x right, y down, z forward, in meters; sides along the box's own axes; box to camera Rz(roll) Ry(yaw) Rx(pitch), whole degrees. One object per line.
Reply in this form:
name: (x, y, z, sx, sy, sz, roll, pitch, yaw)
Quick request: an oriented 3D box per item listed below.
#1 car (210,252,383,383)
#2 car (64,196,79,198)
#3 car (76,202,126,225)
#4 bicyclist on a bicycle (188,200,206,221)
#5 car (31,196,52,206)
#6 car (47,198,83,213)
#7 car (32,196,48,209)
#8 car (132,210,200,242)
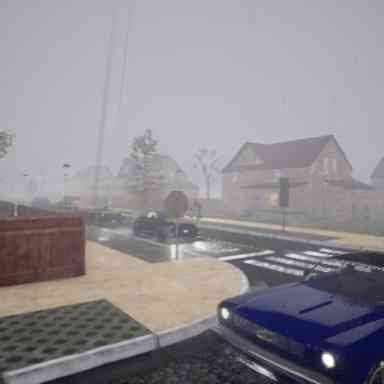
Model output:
car: (2.581, 1.671, 4.904, 4.718, 1.301, 1.895, 1, -1, -35)
car: (-14.987, 1.321, 40.995, 2.097, 1.767, 4.553, 1, 0, -36)
car: (-6.555, 1.619, 24.171, 1.895, 1.301, 4.718, 1, 0, -36)
bicyclist on a bicycle: (0.361, 1.389, 24.581, 1.656, 1.620, 0.582, 0, 0, -36)
car: (-24.808, 1.406, 54.684, 2.128, 1.511, 4.902, 1, 0, -36)
car: (-12.070, 1.542, 31.882, 1.994, 1.385, 4.181, 1, 0, -35)
car: (-17.938, 1.540, 40.117, 1.895, 1.301, 4.718, 1, 0, -35)
car: (-1.432, 1.623, 17.026, 1.994, 1.385, 4.181, 1, 0, -35)
